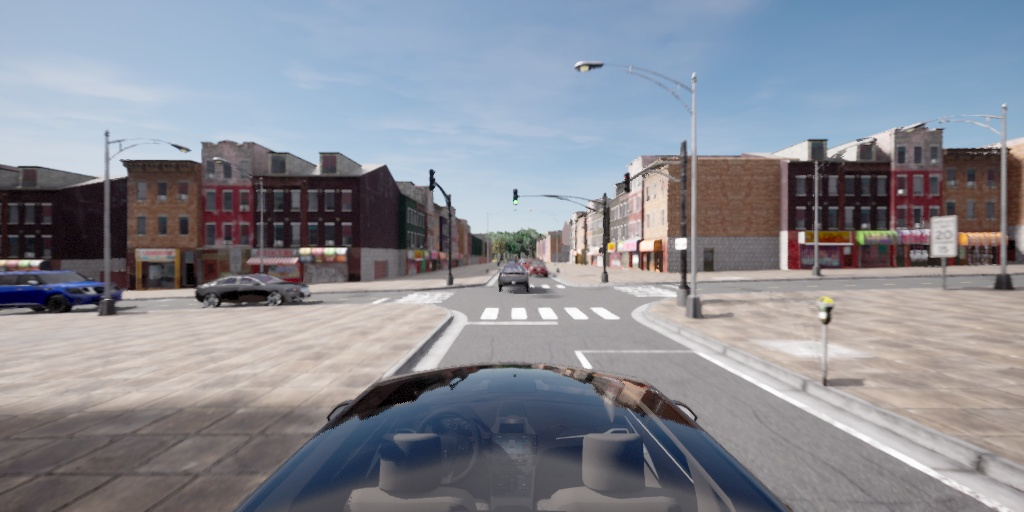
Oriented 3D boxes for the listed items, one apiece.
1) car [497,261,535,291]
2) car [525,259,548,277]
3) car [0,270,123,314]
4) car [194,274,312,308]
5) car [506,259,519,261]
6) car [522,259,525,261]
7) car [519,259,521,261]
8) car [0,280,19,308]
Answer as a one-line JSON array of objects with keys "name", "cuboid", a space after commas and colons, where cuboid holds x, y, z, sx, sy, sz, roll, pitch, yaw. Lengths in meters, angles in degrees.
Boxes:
[{"name": "car", "cuboid": [0.098, 1.305, 22.519, 2.128, 1.511, 4.902, 0, 0, 0]}, {"name": "car", "cuboid": [2.641, 1.326, 36.972, 1.967, 1.591, 4.097, 0, 0, 0]}, {"name": "car", "cuboid": [-22.186, 1.693, 17.126, 5.566, 2.045, 2.150, -2, 0, 0]}, {"name": "car", "cuboid": [-12.265, 1.617, 17.146, 4.902, 1.511, 2.128, -2, 0, 0]}, {"name": "car", "cuboid": [0.005, 1.597, 62.523, 1.994, 1.385, 4.181, 0, 0, 0]}, {"name": "car", "cuboid": [2.641, 1.230, 42.373, 2.192, 1.841, 5.009, 0, 0, 0]}, {"name": "car", "cuboid": [2.642, 1.449, 58.580, 1.967, 1.591, 4.097, 0, 0, 0]}, {"name": "car", "cuboid": [-31.414, 2.295, 20.064, 5.008, 1.535, 1.882, -2, 0, 0]}]
